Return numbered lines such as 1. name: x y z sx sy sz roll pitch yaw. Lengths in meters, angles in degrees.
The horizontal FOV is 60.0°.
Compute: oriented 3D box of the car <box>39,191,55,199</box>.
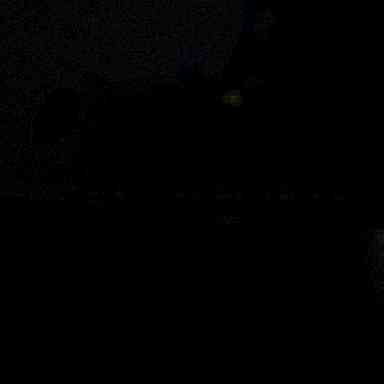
1. car: -27.060 0.529 61.876 2.033 1.411 5.357 -1 2 -36
